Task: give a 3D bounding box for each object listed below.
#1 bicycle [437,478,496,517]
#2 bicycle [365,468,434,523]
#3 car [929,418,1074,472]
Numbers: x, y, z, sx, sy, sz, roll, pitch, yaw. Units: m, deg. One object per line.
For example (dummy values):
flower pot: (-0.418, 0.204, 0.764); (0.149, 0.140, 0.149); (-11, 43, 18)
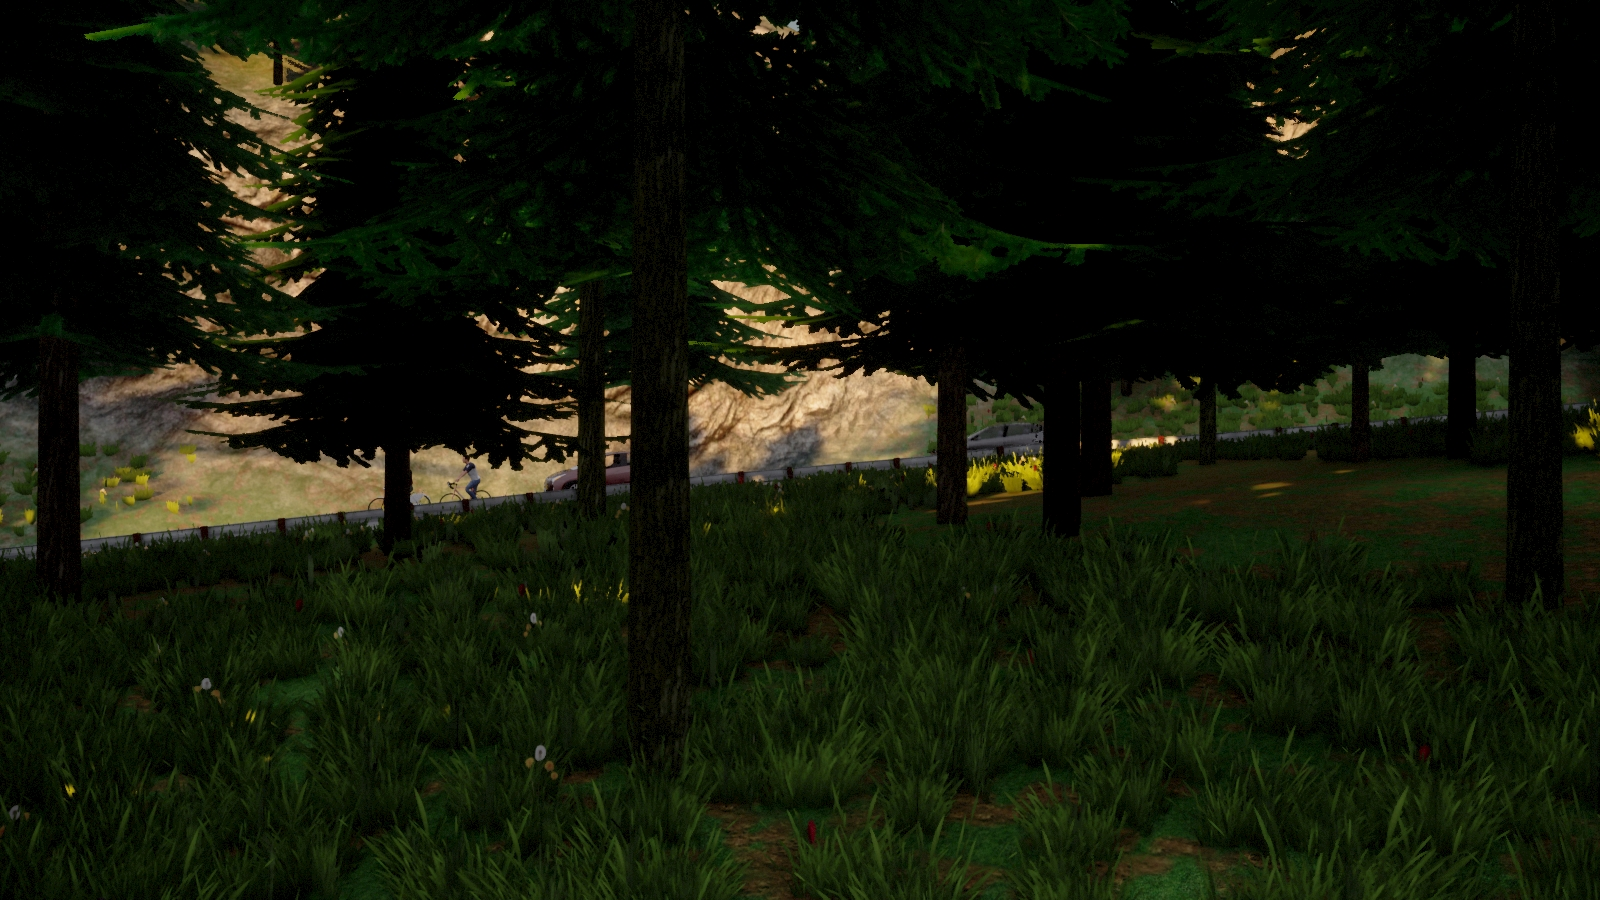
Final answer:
bicycle: (-10.251, 1.440, 35.171); (1.643, 1.024, 0.373); (-5, 3, -36)
bicycle: (-12.076, 1.355, 34.489); (1.835, 1.471, 0.329); (-5, 2, -29)
car: (6.973, -0.154, 39.969); (4.792, 1.488, 2.163); (-4, 0, 7)
